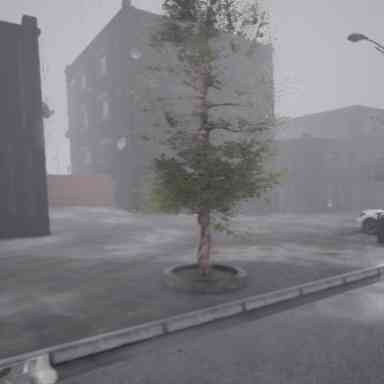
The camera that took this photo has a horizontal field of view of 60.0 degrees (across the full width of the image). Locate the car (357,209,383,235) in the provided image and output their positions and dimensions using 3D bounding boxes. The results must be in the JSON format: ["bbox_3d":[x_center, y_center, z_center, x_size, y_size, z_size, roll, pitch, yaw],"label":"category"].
[{"bbox_3d":[11.649,1.343,17.314,2.435,2.045,5.566,0,0,-35],"label":"car"}]
